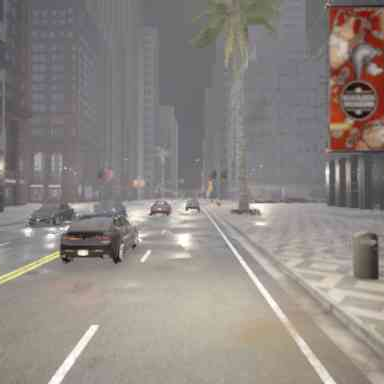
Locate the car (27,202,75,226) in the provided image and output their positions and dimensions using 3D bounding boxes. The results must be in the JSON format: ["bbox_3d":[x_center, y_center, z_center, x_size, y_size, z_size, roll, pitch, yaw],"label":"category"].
[{"bbox_3d":[-9.843,1.532,23.675,1.837,1.490,4.892,0,0,0],"label":"car"}]

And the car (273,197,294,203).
[{"bbox_3d":[20.847,1.901,76.065,4.313,1.339,1.947,0,-1,-1],"label":"car"}]

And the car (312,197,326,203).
[{"bbox_3d":[26.611,1.744,67.628,4.313,1.339,1.947,0,-1,-1],"label":"car"}]

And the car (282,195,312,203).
[{"bbox_3d":[20.973,1.509,67.546,5.009,1.841,2.192,0,-1,-1],"label":"car"}]

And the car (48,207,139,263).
[{"bbox_3d":[-3.147,1.513,12.031,1.837,1.490,4.892,0,0,0],"label":"car"}]

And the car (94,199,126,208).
[{"bbox_3d":[-6.586,1.389,26.548,2.097,1.767,4.553,0,0,0],"label":"car"}]

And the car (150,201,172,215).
[{"bbox_3d":[-3.140,1.627,34.232,1.994,1.385,4.181,0,0,0],"label":"car"}]

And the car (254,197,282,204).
[{"bbox_3d":[15.335,1.795,67.456,4.206,1.307,1.802,0,-1,-1],"label":"car"}]

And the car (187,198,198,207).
[{"bbox_3d":[0.063,1.706,55.732,1.837,1.490,4.892,0,-1,1],"label":"car"}]

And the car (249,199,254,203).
[{"bbox_3d":[15.207,1.920,75.979,4.313,1.339,1.947,0,-1,-1],"label":"car"}]

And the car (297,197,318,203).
[{"bbox_3d":[26.485,1.901,76.151,4.206,1.307,1.802,0,-1,-1],"label":"car"}]

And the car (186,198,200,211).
[{"bbox_3d":[0.116,1.650,42.242,2.033,1.411,5.357,0,-1,0],"label":"car"}]
